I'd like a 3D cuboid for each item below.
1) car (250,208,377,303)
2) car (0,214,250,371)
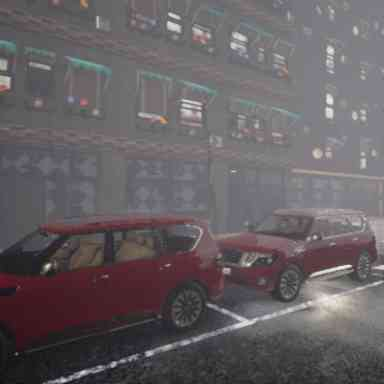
[{"bbox_3d":[2.784,1.374,8.541,5.009,1.841,2.192,1,0,-35],"label":"car"},{"bbox_3d":[-1.710,1.329,5.331,5.009,1.841,2.192,1,0,-35],"label":"car"}]
